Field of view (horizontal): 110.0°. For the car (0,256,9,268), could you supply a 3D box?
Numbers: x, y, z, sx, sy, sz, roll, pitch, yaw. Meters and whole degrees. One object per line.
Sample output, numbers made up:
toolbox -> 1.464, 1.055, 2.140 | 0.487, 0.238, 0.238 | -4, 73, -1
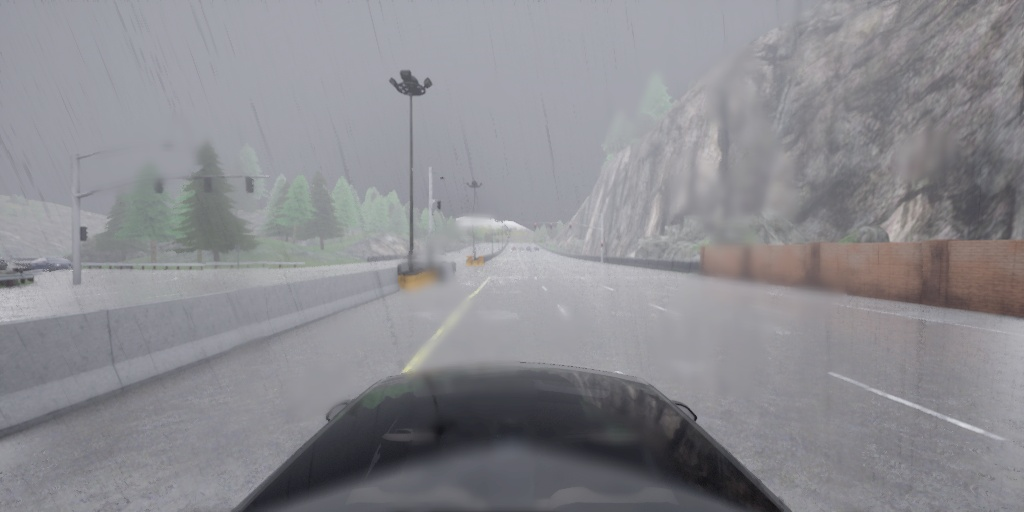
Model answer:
car -> -49.339, 0.554, 32.921 | 5.566, 2.045, 2.150 | 0, 1, 15

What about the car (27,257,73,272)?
car -> -45.407, 0.822, 35.542 | 4.674, 1.442, 1.812 | 0, 1, 13
